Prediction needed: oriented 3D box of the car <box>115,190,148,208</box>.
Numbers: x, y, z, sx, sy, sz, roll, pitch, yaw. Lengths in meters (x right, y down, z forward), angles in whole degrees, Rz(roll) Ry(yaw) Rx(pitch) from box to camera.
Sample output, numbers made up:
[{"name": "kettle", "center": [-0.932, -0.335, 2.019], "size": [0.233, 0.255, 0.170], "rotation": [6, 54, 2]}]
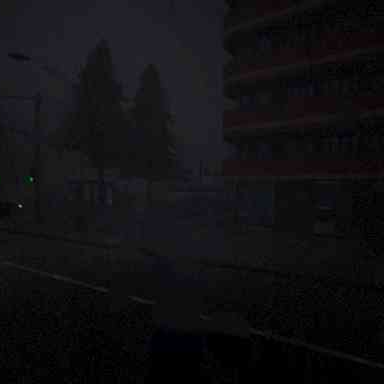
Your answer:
[{"name": "car", "center": [-8.003, 0.807, 38.830], "size": [2.150, 2.045, 5.566], "rotation": [1, 1, 35]}]

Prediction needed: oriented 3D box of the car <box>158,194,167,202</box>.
[{"name": "car", "center": [-5.223, 1.033, 53.652], "size": [4.674, 1.442, 1.812], "rotation": [0, 1, -45]}]

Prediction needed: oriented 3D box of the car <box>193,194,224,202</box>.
[{"name": "car", "center": [2.987, 1.089, 60.478], "size": [5.357, 1.411, 2.033], "rotation": [0, 0, -32]}]

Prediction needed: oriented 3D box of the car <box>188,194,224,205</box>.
[{"name": "car", "center": [2.387, 1.183, 46.495], "size": [2.033, 1.411, 5.357], "rotation": [1, 1, 43]}]

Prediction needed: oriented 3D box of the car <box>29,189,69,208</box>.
[{"name": "car", "center": [-16.732, 0.717, 38.935], "size": [2.150, 2.045, 5.566], "rotation": [1, 1, 36]}]

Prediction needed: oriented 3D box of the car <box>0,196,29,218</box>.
[{"name": "car", "center": [-14.522, 0.990, 23.583], "size": [2.097, 1.767, 4.553], "rotation": [1, 1, 35]}]

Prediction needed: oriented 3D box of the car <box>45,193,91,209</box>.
[{"name": "car", "center": [-13.492, 1.140, 37.465], "size": [1.895, 1.301, 4.718], "rotation": [1, 1, 36]}]

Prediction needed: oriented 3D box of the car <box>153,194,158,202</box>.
[{"name": "car", "center": [-7.752, 0.762, 45.350], "size": [2.150, 2.045, 5.566], "rotation": [1, 1, 37]}]

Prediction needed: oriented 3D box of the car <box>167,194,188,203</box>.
[{"name": "car", "center": [-0.858, 1.103, 53.165], "size": [5.357, 1.411, 2.033], "rotation": [0, 1, -42]}]
